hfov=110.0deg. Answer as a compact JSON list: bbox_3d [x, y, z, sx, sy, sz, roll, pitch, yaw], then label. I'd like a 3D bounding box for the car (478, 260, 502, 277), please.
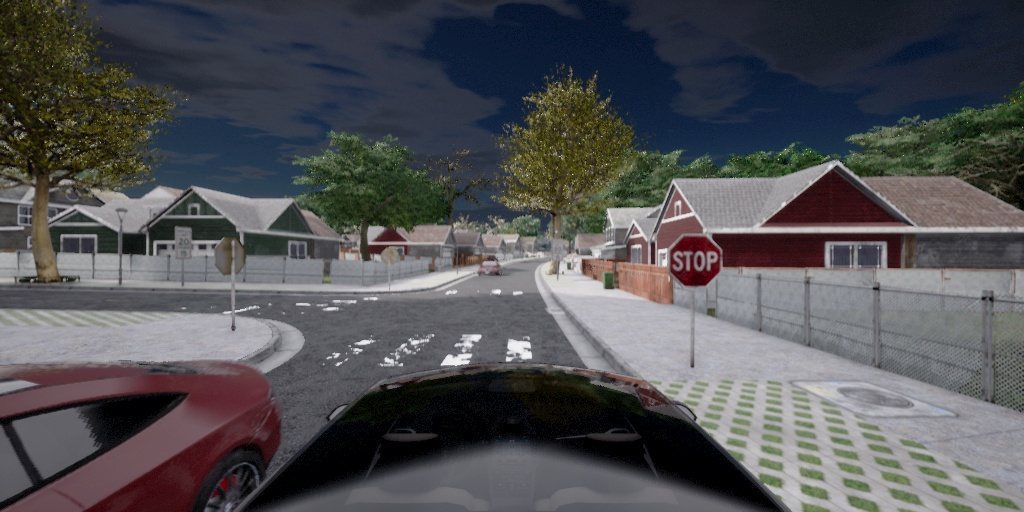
[{"bbox_3d":[-1.994,1.122,33.243,1.812,1.442,4.674,0,1,3],"label":"car"}]

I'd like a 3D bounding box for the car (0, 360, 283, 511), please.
[{"bbox_3d":[-2.712,1.281,1.052,1.812,1.442,4.674,0,0,-1],"label":"car"}]
